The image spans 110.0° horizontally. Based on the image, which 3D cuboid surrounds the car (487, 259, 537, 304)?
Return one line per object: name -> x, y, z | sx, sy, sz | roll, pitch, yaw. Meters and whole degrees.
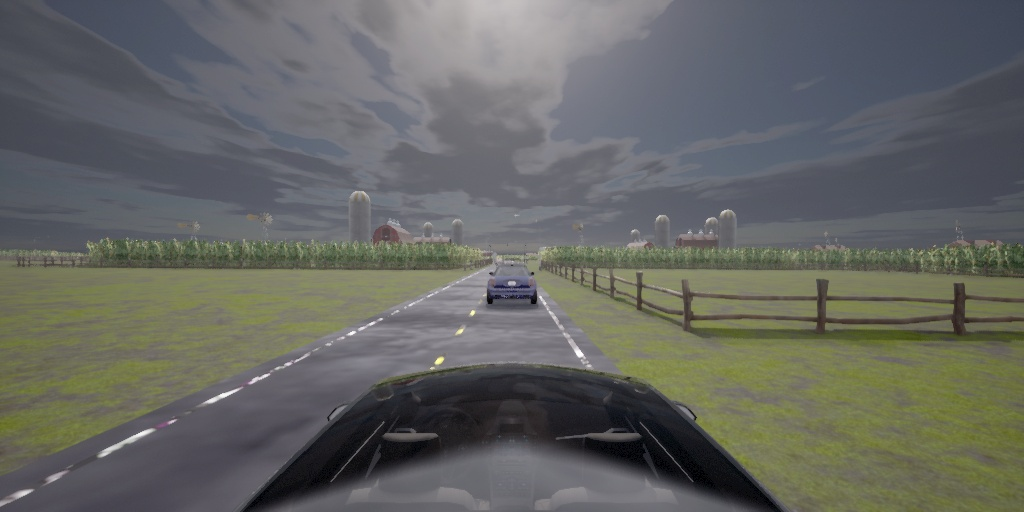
car -> 0.000, 1.118, 16.511 | 2.097, 1.767, 4.553 | 0, 0, 0
